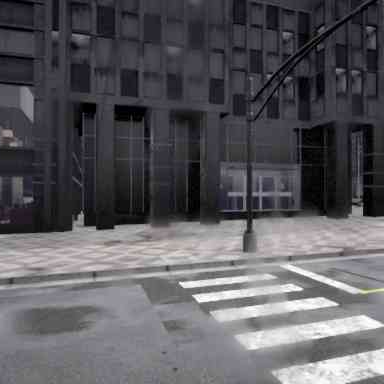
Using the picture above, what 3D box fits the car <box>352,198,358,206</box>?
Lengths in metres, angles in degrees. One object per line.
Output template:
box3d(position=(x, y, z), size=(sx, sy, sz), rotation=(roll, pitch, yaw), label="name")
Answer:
box3d(position=(20.110, 1.327, 46.207), size=(1.895, 1.301, 4.718), rotation=(0, -1, -17), label="car")
